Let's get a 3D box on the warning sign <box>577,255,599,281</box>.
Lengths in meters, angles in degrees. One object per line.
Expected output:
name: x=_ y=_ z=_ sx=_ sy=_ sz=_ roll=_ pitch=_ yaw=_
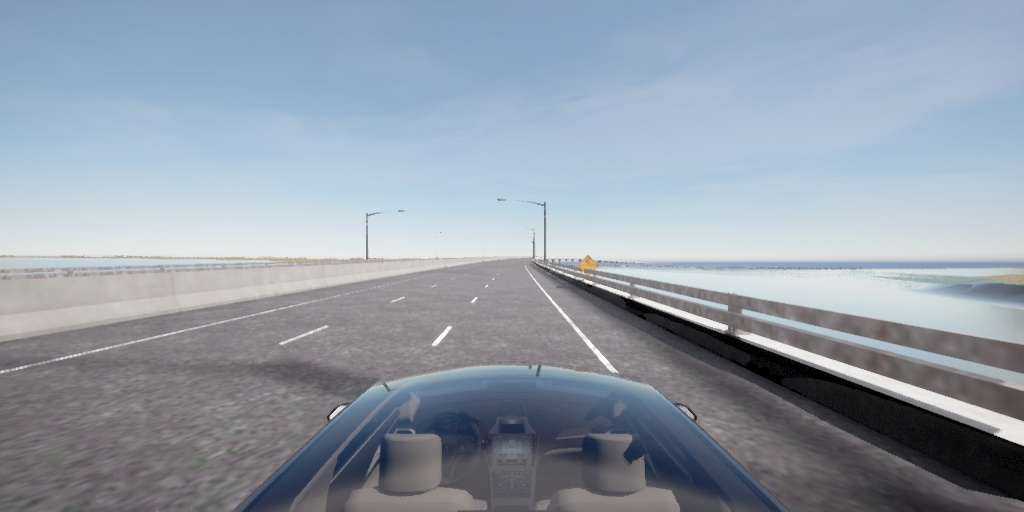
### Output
warning sign: x=4.623 y=0.867 z=21.680 sx=1.300 sy=1.860 sz=1.060 roll=0 pitch=0 yaw=0
